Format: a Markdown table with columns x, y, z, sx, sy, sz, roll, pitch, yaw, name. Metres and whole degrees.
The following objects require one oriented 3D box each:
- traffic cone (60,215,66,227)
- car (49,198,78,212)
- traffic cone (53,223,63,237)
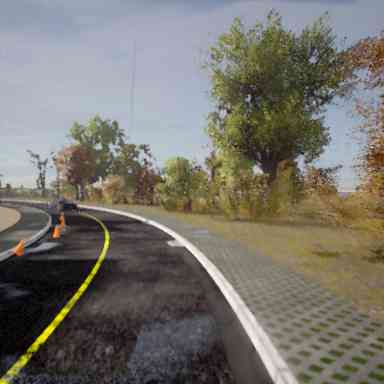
| x | y | z | sx | sy | sz | roll | pitch | yaw | name |
| --- | --- | --- | --- | --- | --- | --- | --- | --- | --- |
| -8.242 | 1.912 | 21.316 | 0.340 | 0.580 | 0.340 | 0 | 0 | -20 | traffic cone |
| -14.042 | 1.340 | 36.247 | 1.994 | 1.385 | 4.181 | 0 | 1 | -42 | car |
| -6.799 | 1.947 | 16.732 | 0.340 | 0.580 | 0.340 | 0 | 0 | -15 | traffic cone |
